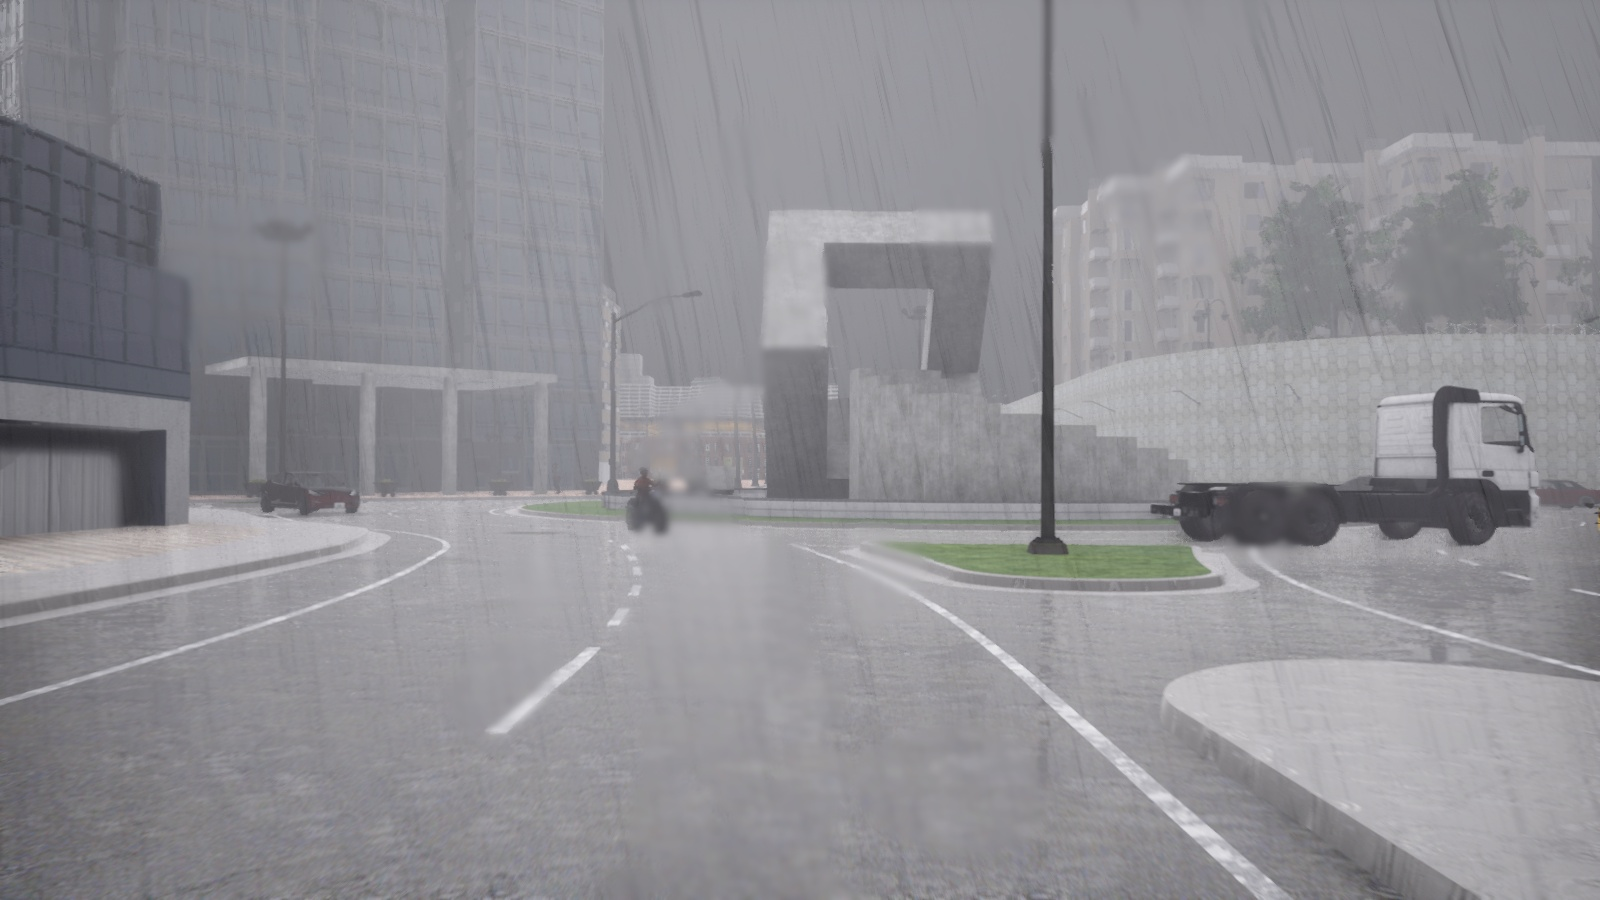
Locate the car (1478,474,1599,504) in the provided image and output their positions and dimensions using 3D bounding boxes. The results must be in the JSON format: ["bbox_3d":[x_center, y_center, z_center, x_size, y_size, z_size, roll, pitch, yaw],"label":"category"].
[{"bbox_3d":[33.086,1.718,55.884,4.718,1.301,1.895,0,-1,5],"label":"car"}]

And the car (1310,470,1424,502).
[{"bbox_3d":[27.843,1.741,61.708,4.892,1.490,1.837,-1,-1,32],"label":"car"}]

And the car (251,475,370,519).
[{"bbox_3d":[-17.385,1.629,44.518,4.792,1.488,2.163,-1,-1,45],"label":"car"}]

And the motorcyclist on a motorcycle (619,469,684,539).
[{"bbox_3d":[-3.674,1.296,30.816,0.766,1.649,2.350,0,-1,-28],"label":"motorcyclist on a motorcycle"}]

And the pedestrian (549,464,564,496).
[{"bbox_3d":[-14.211,1.759,73.274,0.694,1.848,0.540,0,-1,-33],"label":"pedestrian"}]

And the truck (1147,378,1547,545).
[{"bbox_3d":[12.154,0.255,28.155,7.936,3.462,2.891,0,-1,-10],"label":"truck"}]
